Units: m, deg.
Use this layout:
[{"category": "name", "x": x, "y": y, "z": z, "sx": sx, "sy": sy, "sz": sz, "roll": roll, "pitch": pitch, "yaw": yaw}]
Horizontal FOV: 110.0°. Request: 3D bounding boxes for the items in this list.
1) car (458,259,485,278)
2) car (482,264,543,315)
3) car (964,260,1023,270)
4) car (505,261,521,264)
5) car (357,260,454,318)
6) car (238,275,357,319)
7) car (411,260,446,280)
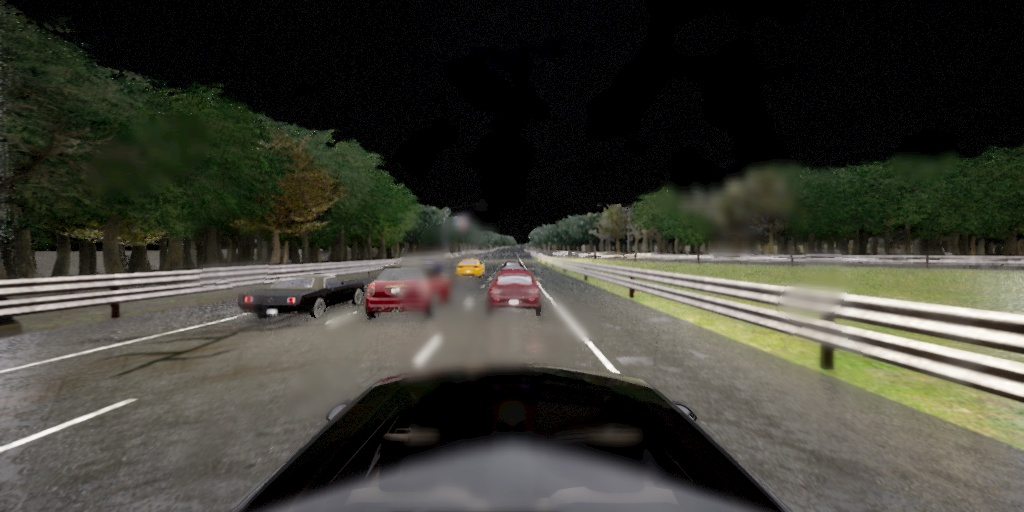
[{"category": "car", "x": -3.417, "y": 1.028, "z": 30.559, "sx": 1.882, "sy": 1.535, "sz": 5.008, "roll": 0, "pitch": 1, "yaw": 0}, {"category": "car", "x": 0.089, "y": 1.216, "z": 13.191, "sx": 1.812, "sy": 1.442, "sz": 4.674, "roll": 0, "pitch": 0, "yaw": 0}, {"category": "car", "x": 47.403, "y": 0.647, "z": 34.930, "sx": 4.181, "sy": 1.385, "sz": 1.994, "roll": 1, "pitch": 0, "yaw": 33}, {"category": "car", "x": 0.082, "y": 1.124, "z": 29.469, "sx": 1.994, "sy": 1.385, "sz": 4.181, "roll": 0, "pitch": 1, "yaw": 0}, {"category": "car", "x": -3.414, "y": 1.045, "z": 12.776, "sx": 2.097, "sy": 1.767, "sz": 4.553, "roll": 0, "pitch": 0, "yaw": 0}, {"category": "car", "x": -6.911, "y": 1.296, "z": 12.544, "sx": 1.895, "sy": 1.301, "sz": 4.718, "roll": 0, "pitch": 0, "yaw": 0}, {"category": "car", "x": -6.907, "y": 1.080, "z": 30.135, "sx": 1.812, "sy": 1.442, "sz": 4.674, "roll": 0, "pitch": 1, "yaw": 0}]
